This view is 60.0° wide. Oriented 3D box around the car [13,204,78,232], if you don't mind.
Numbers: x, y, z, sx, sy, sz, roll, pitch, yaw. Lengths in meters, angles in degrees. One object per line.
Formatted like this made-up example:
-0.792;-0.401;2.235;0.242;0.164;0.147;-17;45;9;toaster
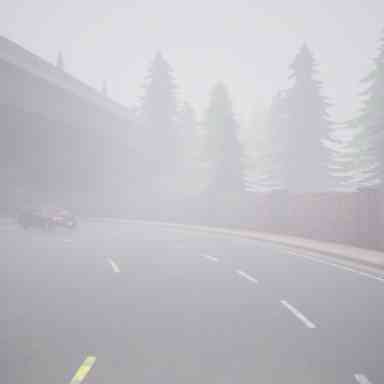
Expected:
-9.153;1.696;21.211;4.674;1.442;1.812;0;-1;36;car
